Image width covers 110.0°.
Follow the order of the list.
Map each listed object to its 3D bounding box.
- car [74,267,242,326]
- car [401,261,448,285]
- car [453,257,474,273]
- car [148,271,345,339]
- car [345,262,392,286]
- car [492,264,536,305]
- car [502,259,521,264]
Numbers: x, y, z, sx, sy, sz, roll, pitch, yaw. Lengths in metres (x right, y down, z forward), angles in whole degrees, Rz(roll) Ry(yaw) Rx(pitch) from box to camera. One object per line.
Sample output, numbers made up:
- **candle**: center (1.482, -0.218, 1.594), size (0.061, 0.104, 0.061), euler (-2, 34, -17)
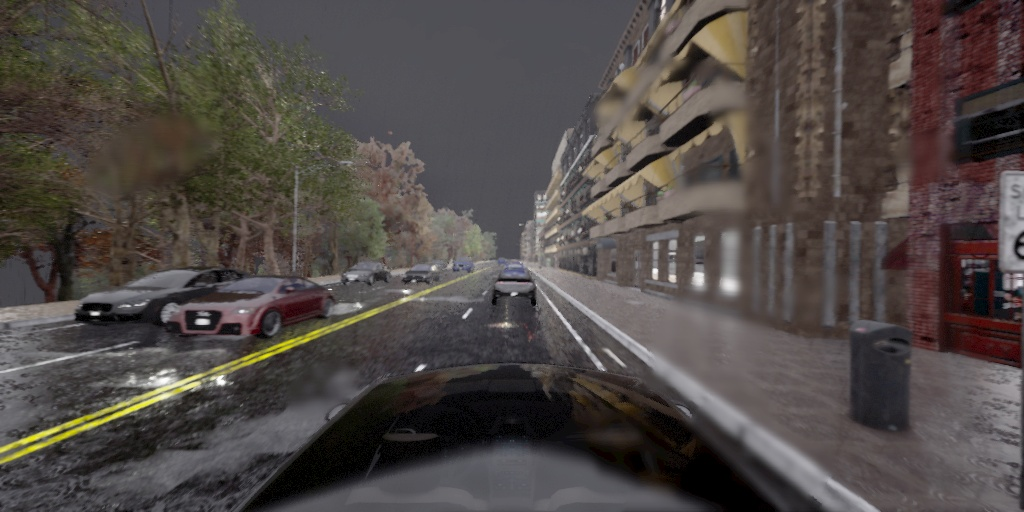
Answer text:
- **car**: center (-9.785, 1.096, 10.870), size (1.837, 1.490, 4.892), euler (1, 0, 1)
- **car**: center (-6.393, 1.279, 26.136), size (2.033, 1.411, 5.357), euler (1, 0, 1)
- **car**: center (-6.170, 1.157, 46.060), size (2.150, 2.045, 5.566), euler (1, 0, 0)
- **car**: center (-6.549, 1.217, 9.595), size (1.994, 1.385, 4.181), euler (1, 0, 0)
- **car**: center (-9.665, 1.147, 24.157), size (2.128, 1.511, 4.902), euler (1, 0, 1)
- **car**: center (0.105, 1.311, 16.614), size (2.128, 1.511, 4.902), euler (1, 0, 0)
- **car**: center (0.240, 1.383, 34.401), size (1.882, 1.535, 5.008), euler (1, 0, 0)
